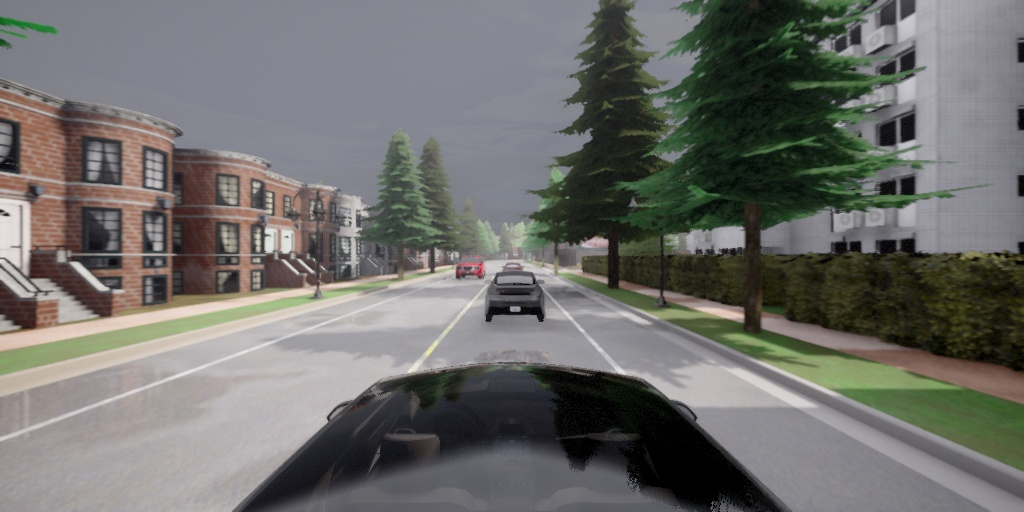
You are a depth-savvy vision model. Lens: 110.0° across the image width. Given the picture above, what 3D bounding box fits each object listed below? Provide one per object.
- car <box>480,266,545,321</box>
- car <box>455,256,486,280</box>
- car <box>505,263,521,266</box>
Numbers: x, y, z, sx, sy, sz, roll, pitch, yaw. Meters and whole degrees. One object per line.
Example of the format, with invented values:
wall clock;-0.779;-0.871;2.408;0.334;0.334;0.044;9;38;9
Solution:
car;0.091;1.257;12.561;1.837;1.490;4.892;0;0;0
car;-3.539;0.978;31.511;2.150;2.045;5.566;0;0;0
car;0.080;1.280;30.897;1.812;1.442;4.674;0;0;0
